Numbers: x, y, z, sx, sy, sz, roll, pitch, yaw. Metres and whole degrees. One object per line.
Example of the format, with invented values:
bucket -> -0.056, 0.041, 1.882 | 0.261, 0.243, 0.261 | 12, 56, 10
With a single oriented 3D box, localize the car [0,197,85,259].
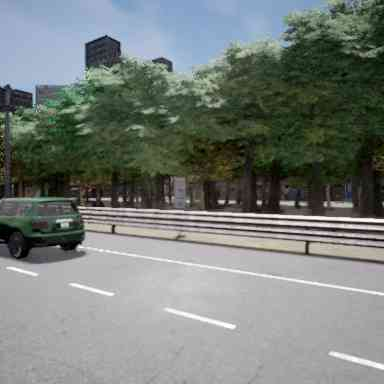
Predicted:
car -> -6.478, 1.221, 12.787 | 5.566, 2.045, 2.150 | 0, 0, 35
